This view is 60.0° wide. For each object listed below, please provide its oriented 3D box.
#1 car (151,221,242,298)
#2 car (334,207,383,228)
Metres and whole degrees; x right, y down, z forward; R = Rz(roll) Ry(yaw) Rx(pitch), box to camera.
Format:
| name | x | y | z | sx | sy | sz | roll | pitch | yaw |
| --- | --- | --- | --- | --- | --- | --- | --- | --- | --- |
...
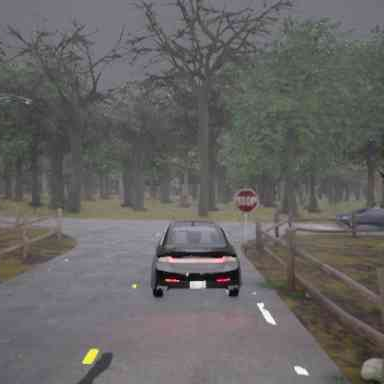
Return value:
| name | x | y | z | sx | sy | sz | roll | pitch | yaw |
| --- | --- | --- | --- | --- | --- | --- | --- | --- | --- |
| car | 0.035 | 1.485 | 8.520 | 2.128 | 1.511 | 4.902 | 0 | 0 | -2 |
| car | 12.654 | 1.842 | 23.917 | 4.674 | 1.442 | 1.812 | 1 | 0 | -2 |
